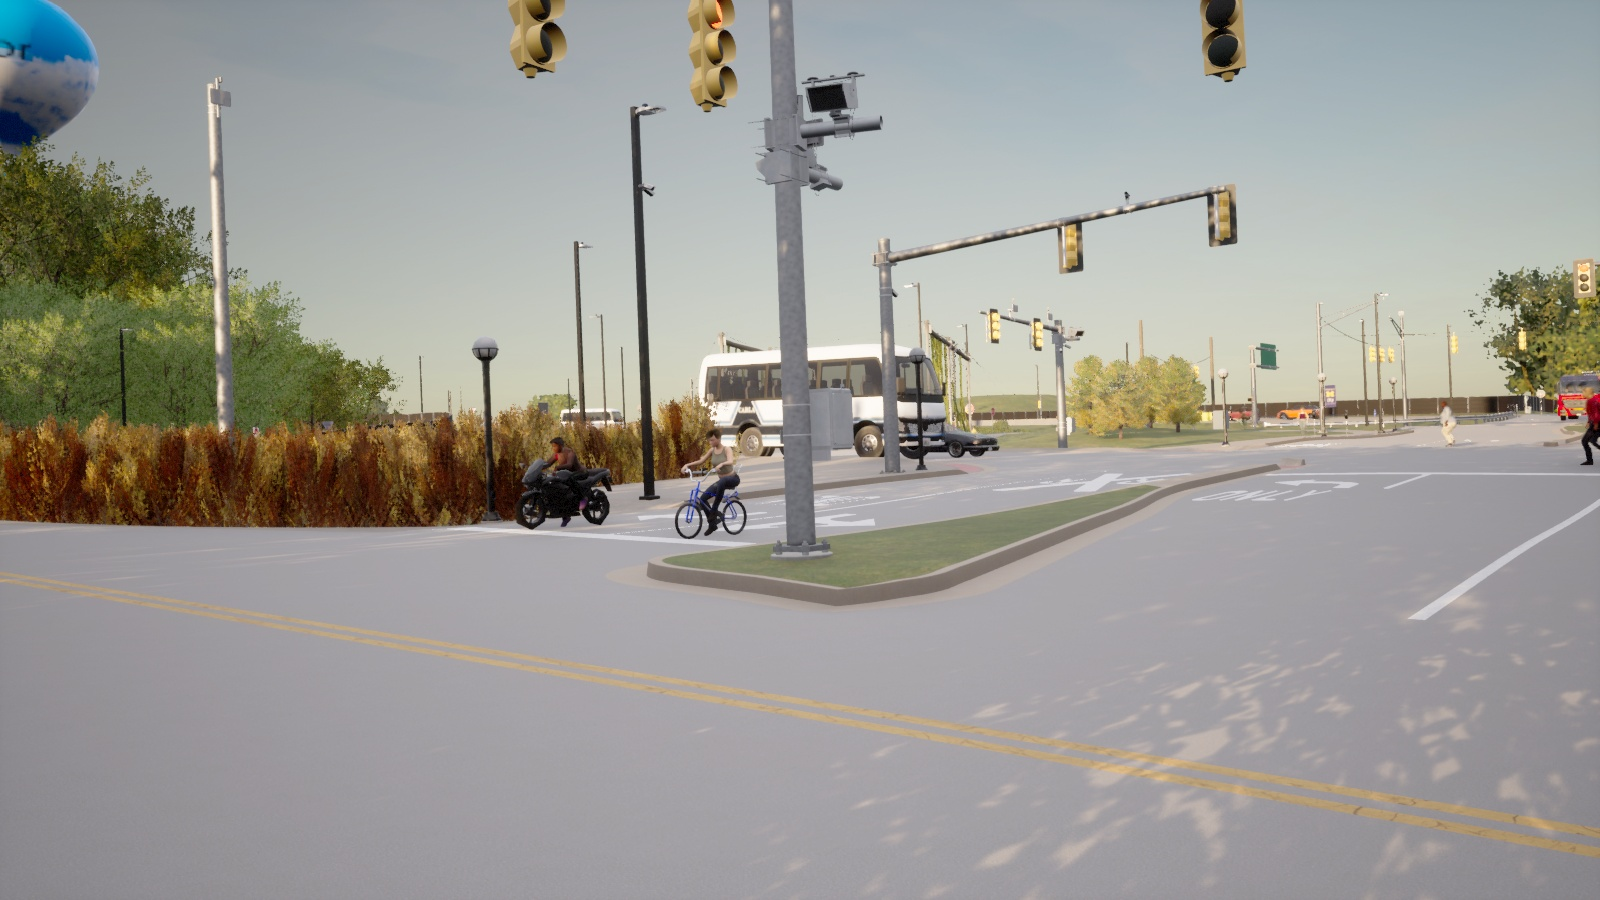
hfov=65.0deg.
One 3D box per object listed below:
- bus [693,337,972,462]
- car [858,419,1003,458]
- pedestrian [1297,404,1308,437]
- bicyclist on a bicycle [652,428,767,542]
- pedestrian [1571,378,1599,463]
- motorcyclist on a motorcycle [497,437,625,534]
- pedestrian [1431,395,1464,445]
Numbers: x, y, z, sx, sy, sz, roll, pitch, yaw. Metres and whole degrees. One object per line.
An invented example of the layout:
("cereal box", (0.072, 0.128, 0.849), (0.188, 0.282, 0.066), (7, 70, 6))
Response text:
("bus", (1.015, -1.758, 47.453), (10.273, 4.253, 3.944), (0, 1, 40))
("car", (5.057, -0.438, 49.106), (5.357, 1.411, 2.033), (0, 1, 37))
("pedestrian", (27.911, -1.643, 69.732), (0.345, 1.836, 0.594), (-3, 0, 38))
("bicyclist on a bicycle", (-1.332, 0.496, 18.663), (0.866, 1.612, 1.509), (-1, 0, 41))
("pedestrian", (17.548, -0.657, 27.830), (0.331, 1.846, 0.636), (-2, 0, -44))
("motorcyclist on a motorcycle", (-3.962, 0.558, 20.981), (0.797, 1.523, 2.044), (-1, 0, 39))
("pedestrian", (24.946, -1.146, 48.394), (0.900, 1.855, 0.874), (-3, 0, 40))
